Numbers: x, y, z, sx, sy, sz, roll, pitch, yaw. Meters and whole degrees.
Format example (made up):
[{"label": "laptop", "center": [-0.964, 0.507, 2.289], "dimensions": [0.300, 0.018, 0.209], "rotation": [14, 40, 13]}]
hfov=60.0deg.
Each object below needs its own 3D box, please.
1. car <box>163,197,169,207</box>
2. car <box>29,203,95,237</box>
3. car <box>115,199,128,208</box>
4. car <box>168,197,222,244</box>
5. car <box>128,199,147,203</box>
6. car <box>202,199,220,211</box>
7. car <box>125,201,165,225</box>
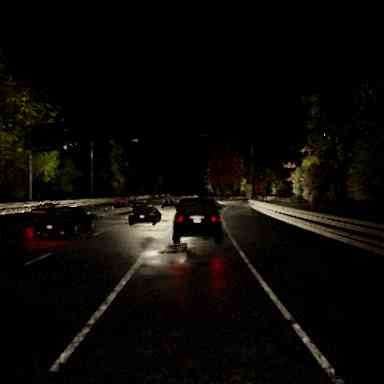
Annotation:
[{"label": "car", "center": [-3.423, 1.539, 51.690], "dimensions": [2.097, 1.767, 4.553], "rotation": [0, 0, 0]}, {"label": "car", "center": [-6.910, 1.545, 18.596], "dimensions": [1.882, 1.535, 5.008], "rotation": [0, 0, 0]}, {"label": "car", "center": [-10.424, 1.747, 50.592], "dimensions": [1.994, 1.385, 4.181], "rotation": [0, 0, 0]}, {"label": "car", "center": [0.317, 1.282, 16.422], "dimensions": [2.150, 2.045, 5.566], "rotation": [0, 0, 2]}, {"label": "car", "center": [-6.922, 1.711, 45.302], "dimensions": [2.033, 1.411, 5.357], "rotation": [0, 0, 0]}, {"label": "car", "center": [2.699, 1.721, 45.843], "dimensions": [2.033, 1.411, 5.357], "rotation": [0, 0, 8]}, {"label": "car", "center": [-3.413, 1.654, 24.722], "dimensions": [1.994, 1.385, 4.181], "rotation": [0, 0, 0]}]
